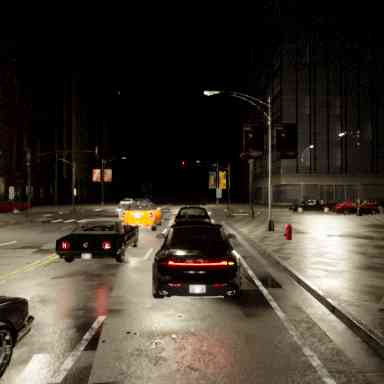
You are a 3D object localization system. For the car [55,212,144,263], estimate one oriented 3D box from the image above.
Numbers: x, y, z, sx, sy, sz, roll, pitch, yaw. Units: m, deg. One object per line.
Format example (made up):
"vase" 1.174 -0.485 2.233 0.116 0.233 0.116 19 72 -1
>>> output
"car" -3.125 1.615 12.057 1.895 1.301 4.718 0 0 0

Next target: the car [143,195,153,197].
"car" -9.612 1.600 71.825 2.150 2.045 5.566 0 0 0

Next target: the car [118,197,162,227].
"car" -3.109 1.395 21.050 2.097 1.767 4.553 0 0 0

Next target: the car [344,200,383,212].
"car" 20.902 1.642 39.914 4.313 1.339 1.947 0 0 -1

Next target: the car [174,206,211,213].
"car" 0.035 1.509 17.937 1.882 1.535 5.008 0 0 0

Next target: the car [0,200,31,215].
"car" -20.404 1.681 36.616 5.008 1.535 1.882 0 -1 0

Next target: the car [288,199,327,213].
"car" 13.200 1.574 37.056 4.892 1.490 1.837 0 -1 -1

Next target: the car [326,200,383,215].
"car" 15.376 1.576 31.313 4.206 1.307 1.802 0 0 -1

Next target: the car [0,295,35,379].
"car" -3.152 1.548 2.269 2.033 1.411 5.357 0 0 0

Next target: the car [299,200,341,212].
"car" 15.262 1.661 39.837 4.313 1.339 1.947 0 0 -1

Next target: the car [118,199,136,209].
"car" -9.746 1.743 50.463 1.812 1.442 4.674 0 0 0

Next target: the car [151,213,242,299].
"car" 0.114 1.511 8.446 1.837 1.490 4.892 0 0 0
